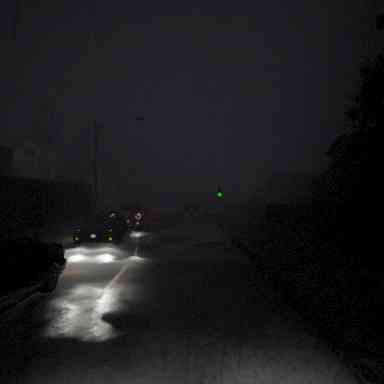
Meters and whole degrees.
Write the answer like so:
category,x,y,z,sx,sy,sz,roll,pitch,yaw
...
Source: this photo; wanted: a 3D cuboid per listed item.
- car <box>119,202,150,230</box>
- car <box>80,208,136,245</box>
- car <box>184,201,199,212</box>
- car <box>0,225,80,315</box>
category,x,y,z,sx,sy,sz,roll,pitch,yaw
car,-4.099,1.510,22.368,2.097,1.767,4.553,0,0,0
car,-4.158,1.679,16.004,1.994,1.385,4.181,0,0,0
car,-0.101,1.899,43.988,1.895,1.301,4.718,0,0,0
car,-4.122,1.598,6.384,2.033,1.411,5.357,0,0,0
